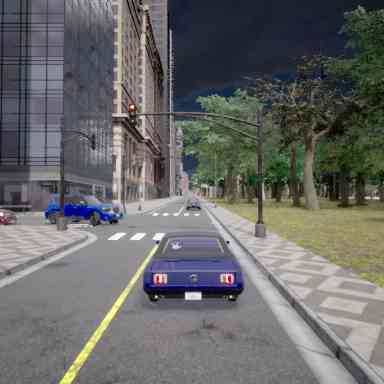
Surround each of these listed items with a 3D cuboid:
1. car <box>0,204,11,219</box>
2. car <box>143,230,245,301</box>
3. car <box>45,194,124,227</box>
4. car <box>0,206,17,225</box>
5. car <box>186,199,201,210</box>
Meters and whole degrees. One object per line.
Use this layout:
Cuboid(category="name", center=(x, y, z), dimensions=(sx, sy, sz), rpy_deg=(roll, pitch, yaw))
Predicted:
Cuboid(category="car", center=(-18.944, 1.727, 29.819), dimensions=(4.313, 1.339, 1.947), rpy_deg=(0, -1, 0))
Cuboid(category="car", center=(0.020, 1.607, 8.278), dimensions=(1.895, 1.301, 4.718), rpy_deg=(0, 0, 0))
Cuboid(category="car", center=(-7.272, 1.189, 22.441), dimensions=(5.566, 2.045, 2.150), rpy_deg=(-1, -2, 24))
Cuboid(category="car", center=(-13.497, 1.372, 21.296), dimensions=(4.097, 1.590, 1.967), rpy_deg=(0, -2, -1))
Cuboid(category="car", center=(0.226, 1.649, 45.315), dimensions=(2.033, 1.411, 5.357), rpy_deg=(0, 0, 0))
